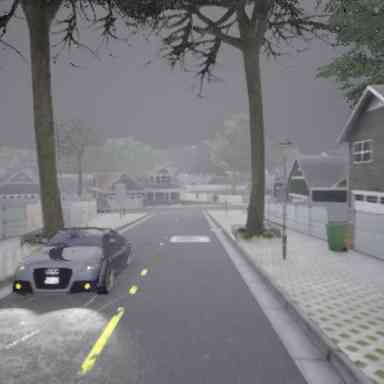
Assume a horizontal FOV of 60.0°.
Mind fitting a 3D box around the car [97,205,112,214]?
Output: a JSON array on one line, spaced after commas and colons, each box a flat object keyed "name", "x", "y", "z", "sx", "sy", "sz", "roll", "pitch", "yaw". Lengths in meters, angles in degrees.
[{"name": "car", "x": -12.959, "y": 2.074, "z": 42.224, "sx": 5.357, "sy": 1.411, "sz": 2.033, "roll": 0, "pitch": 2, "yaw": -14}]

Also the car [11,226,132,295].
[{"name": "car", "x": -2.852, "y": 1.628, "z": 8.787, "sx": 1.994, "sy": 1.385, "sz": 4.181, "roll": 0, "pitch": 0, "yaw": 0}]
